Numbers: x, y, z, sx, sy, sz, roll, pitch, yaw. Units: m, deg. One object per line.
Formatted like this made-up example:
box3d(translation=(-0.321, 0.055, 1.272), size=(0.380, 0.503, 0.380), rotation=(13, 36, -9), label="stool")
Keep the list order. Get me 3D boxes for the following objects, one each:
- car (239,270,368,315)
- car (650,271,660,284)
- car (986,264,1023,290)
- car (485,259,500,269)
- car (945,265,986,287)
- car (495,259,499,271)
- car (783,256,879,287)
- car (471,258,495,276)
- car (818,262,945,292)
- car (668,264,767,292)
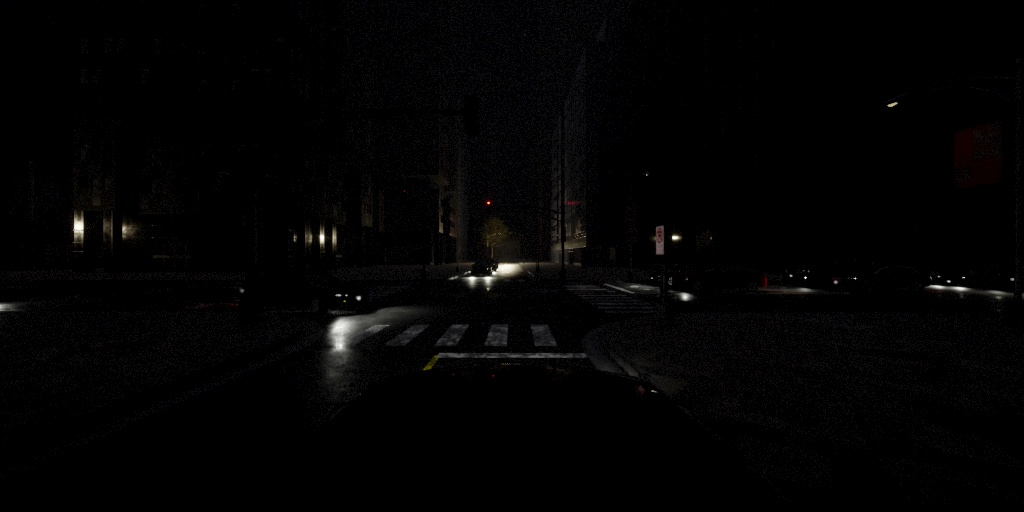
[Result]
box3d(translation=(-7.754, 1.259, 13.382), size=(4.892, 1.490, 1.837), rotation=(0, -1, 16), label="car")
box3d(translation=(11.854, 1.258, 24.194), size=(4.892, 1.490, 1.837), rotation=(0, 0, -1), label="car")
box3d(translation=(31.944, 1.007, 20.845), size=(5.566, 2.045, 2.150), rotation=(0, 0, 0), label="car")
box3d(translation=(-3.125, 1.241, 57.209), size=(2.128, 1.511, 4.902), rotation=(0, 0, 0), label="car")
box3d(translation=(32.040, 1.327, 24.094), size=(5.357, 1.411, 2.033), rotation=(0, 0, 0), label="car")
box3d(translation=(-3.115, 1.101, 47.293), size=(2.097, 1.767, 4.553), rotation=(0, 0, 0), label="car")
box3d(translation=(21.585, 0.986, 24.129), size=(5.566, 2.045, 2.150), rotation=(0, 0, 1), label="car")
box3d(translation=(-3.101, 1.227, 37.513), size=(1.882, 1.535, 5.008), rotation=(0, 0, 1), label="car")
box3d(translation=(21.331, 1.262, 20.894), size=(4.902, 1.511, 2.128), rotation=(0, 0, 0), label="car")
box3d(translation=(12.007, 1.237, 20.937), size=(5.008, 1.535, 1.882), rotation=(0, 0, 1), label="car")
